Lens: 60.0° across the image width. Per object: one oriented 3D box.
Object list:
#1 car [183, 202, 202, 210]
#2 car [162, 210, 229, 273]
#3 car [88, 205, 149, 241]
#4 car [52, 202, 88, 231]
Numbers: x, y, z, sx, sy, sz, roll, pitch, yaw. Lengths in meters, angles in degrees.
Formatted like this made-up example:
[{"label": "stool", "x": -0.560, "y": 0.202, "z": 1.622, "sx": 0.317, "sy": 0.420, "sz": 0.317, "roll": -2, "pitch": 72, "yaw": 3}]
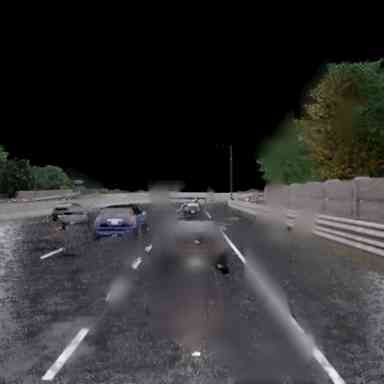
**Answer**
[{"label": "car", "x": 0.090, "y": 1.729, "z": 34.356, "sx": 1.812, "sy": 1.442, "sz": 4.674, "roll": 0, "pitch": 0, "yaw": 0}, {"label": "car", "x": 0.097, "y": 1.552, "z": 10.820, "sx": 1.837, "sy": 1.490, "sz": 4.892, "roll": 0, "pitch": 0, "yaw": 0}, {"label": "car", "x": -3.505, "y": 1.441, "z": 17.215, "sx": 2.097, "sy": 1.767, "sz": 4.553, "roll": 0, "pitch": 0, "yaw": 0}, {"label": "car", "x": -6.906, "y": 1.610, "z": 21.598, "sx": 2.128, "sy": 1.511, "sz": 4.902, "roll": 0, "pitch": 0, "yaw": 0}]
